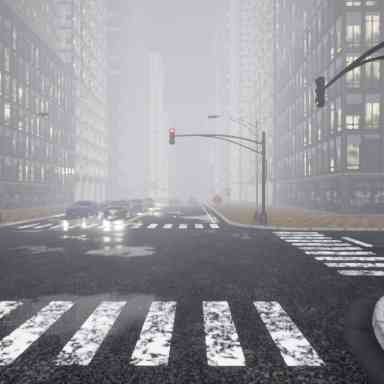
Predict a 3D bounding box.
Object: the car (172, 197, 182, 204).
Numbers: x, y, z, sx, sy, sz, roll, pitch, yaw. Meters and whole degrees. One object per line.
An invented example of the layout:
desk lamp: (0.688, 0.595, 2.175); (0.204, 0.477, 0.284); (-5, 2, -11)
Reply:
car: (-3.181, 1.702, 70.331); (1.994, 1.385, 4.181); (0, 0, 0)

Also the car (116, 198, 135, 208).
car: (-9.839, 1.631, 49.432); (1.994, 1.385, 4.181); (0, 0, 0)

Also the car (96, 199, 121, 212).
car: (-9.848, 1.607, 39.508); (1.994, 1.385, 4.181); (0, 0, 0)

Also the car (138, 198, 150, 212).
car: (-6.599, 1.520, 39.653); (1.882, 1.535, 5.008); (0, 0, 0)

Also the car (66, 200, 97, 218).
car: (-9.854, 1.503, 30.374); (1.882, 1.535, 5.008); (0, 0, 0)

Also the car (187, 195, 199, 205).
car: (0.105, 1.631, 61.505); (1.812, 1.442, 4.674); (0, 0, 0)

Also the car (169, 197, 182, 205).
car: (-3.150, 1.592, 60.003); (2.128, 1.511, 4.902); (0, 0, 0)

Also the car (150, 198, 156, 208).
car: (-6.593, 1.593, 49.700); (1.812, 1.442, 4.674); (0, 0, 0)

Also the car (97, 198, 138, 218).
car: (-6.600, 1.517, 30.125); (2.128, 1.511, 4.902); (0, 0, 0)

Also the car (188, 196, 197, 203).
car: (0.068, 1.622, 71.352); (1.882, 1.535, 5.008); (0, 0, 0)
